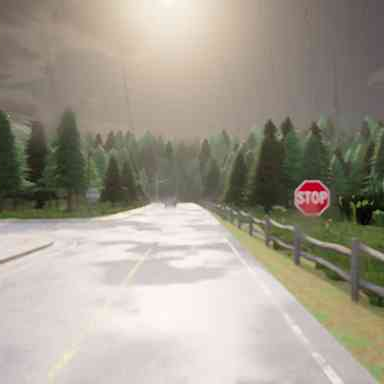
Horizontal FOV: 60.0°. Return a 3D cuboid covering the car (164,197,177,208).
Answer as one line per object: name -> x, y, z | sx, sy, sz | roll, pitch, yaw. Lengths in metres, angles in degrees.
car -> -4.012, 1.894, 62.331 | 2.150, 2.045, 5.566 | 0, -1, -1
